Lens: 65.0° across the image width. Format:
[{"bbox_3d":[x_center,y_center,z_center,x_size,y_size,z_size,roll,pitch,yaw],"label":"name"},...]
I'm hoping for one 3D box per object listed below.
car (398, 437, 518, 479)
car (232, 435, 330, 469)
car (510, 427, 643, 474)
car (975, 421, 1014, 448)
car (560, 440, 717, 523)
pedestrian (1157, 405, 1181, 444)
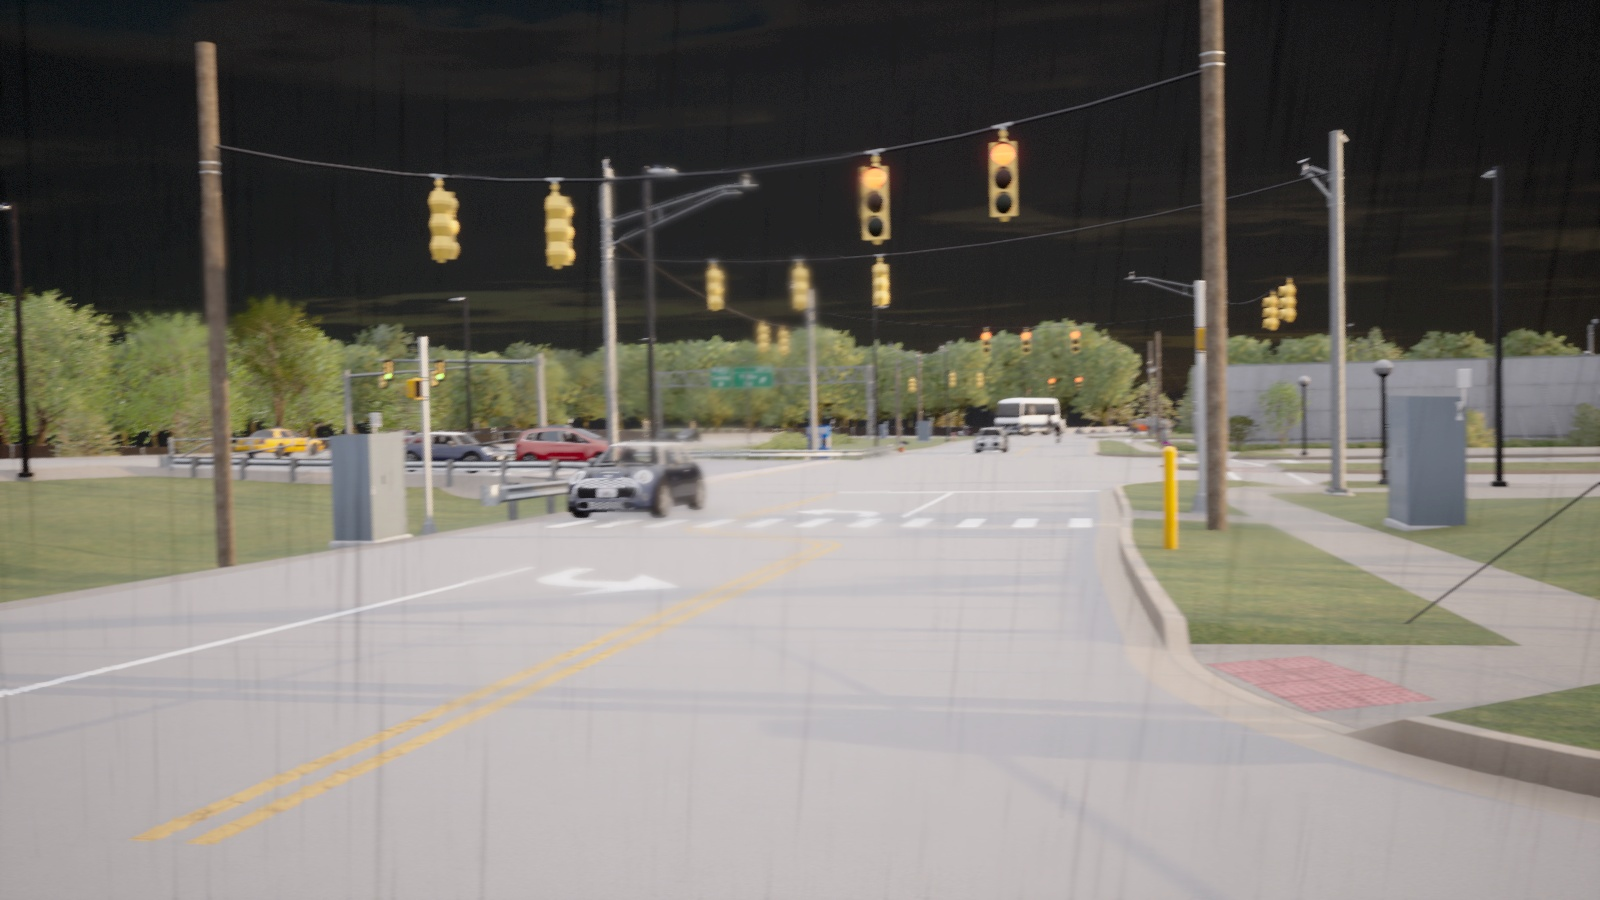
[{"bbox_3d":[-12.714,0.285,46.827,3.806,1.475,1.970,0,1,13],"label":"car"},{"bbox_3d":[-26.395,0.091,64.106,1.801,1.575,5.366,-2,0,13],"label":"car"},{"bbox_3d":[-8.775,0.016,49.591,4.611,1.667,2.242,-2,1,11],"label":"car"},{"bbox_3d":[11.656,-0.918,75.164,1.970,1.475,3.806,-2,1,13],"label":"car"},{"bbox_3d":[-3.199,0.597,25.676,1.970,1.475,3.806,-2,1,12],"label":"car"},{"bbox_3d":[18.708,-1.280,63.673,0.659,1.952,0.873,-4,3,-38],"label":"pedestrian"}]
